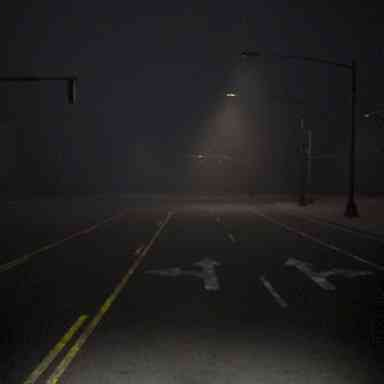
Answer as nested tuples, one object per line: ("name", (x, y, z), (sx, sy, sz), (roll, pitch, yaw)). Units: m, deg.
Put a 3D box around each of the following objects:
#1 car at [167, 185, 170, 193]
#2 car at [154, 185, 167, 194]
("car", (-7.073, -0.898, 87.208), (2.150, 2.045, 5.566), (0, 1, 0))
("car", (-7.059, -0.271, 71.505), (1.812, 1.442, 4.674), (0, 1, 0))
